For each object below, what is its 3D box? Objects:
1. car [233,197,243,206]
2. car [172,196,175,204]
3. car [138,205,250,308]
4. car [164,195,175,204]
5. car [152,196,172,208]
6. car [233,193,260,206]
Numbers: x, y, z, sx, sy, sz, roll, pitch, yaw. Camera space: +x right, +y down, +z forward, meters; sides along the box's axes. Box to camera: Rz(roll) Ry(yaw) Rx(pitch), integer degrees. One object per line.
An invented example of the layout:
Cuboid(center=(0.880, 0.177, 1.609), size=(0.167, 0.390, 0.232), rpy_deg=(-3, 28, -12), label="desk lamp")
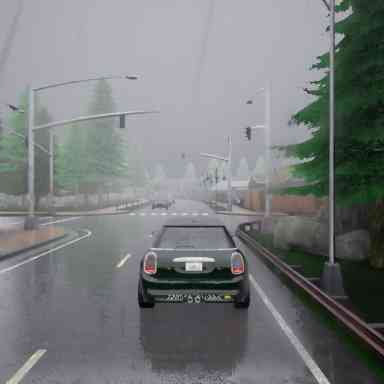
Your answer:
Cuboid(center=(8.791, 1.144, 48.803), size=(4.605, 1.855, 1.932), rpy_deg=(0, 0, -1), label="car")
Cuboid(center=(-4.187, 1.571, 53.622), size=(1.895, 1.301, 4.718), rpy_deg=(0, 0, 0), label="car")
Cuboid(center=(0.053, 1.352, 8.066), size=(2.097, 1.767, 4.553), rpy_deg=(0, 0, 1), label="car")
Cuboid(center=(-4.270, 1.448, 63.801), size=(1.882, 1.535, 5.008), rpy_deg=(0, 0, 0), label="car")
Cuboid(center=(-4.101, 1.535, 43.767), size=(1.994, 1.385, 4.181), rpy_deg=(0, 0, -1), label="car")
Cuboid(center=(8.374, 1.146, 51.312), size=(3.866, 1.878, 1.905), rpy_deg=(0, 0, -1), label="car")
